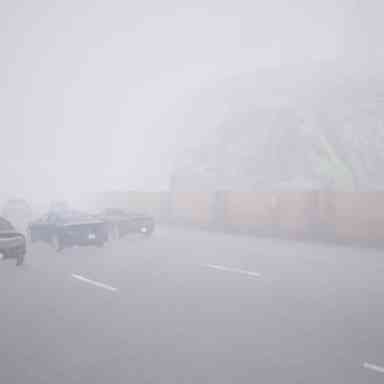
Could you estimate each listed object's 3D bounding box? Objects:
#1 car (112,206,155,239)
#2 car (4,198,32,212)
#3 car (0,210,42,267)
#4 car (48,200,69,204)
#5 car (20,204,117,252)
[{"bbox_3d":[-3.870,1.534,17.667,1.837,1.490,4.892,0,0,-41],"label":"car"},{"bbox_3d":[-15.833,1.357,30.348,2.097,1.767,4.553,0,0,-25],"label":"car"},{"bbox_3d":[-6.829,1.489,10.530,2.128,1.511,4.902,0,0,-44],"label":"car"},{"bbox_3d":[-13.719,1.517,34.221,2.128,1.511,4.902,0,0,-23],"label":"car"},{"bbox_3d":[-5.387,1.491,14.093,1.882,1.535,5.008,0,0,-43],"label":"car"}]
